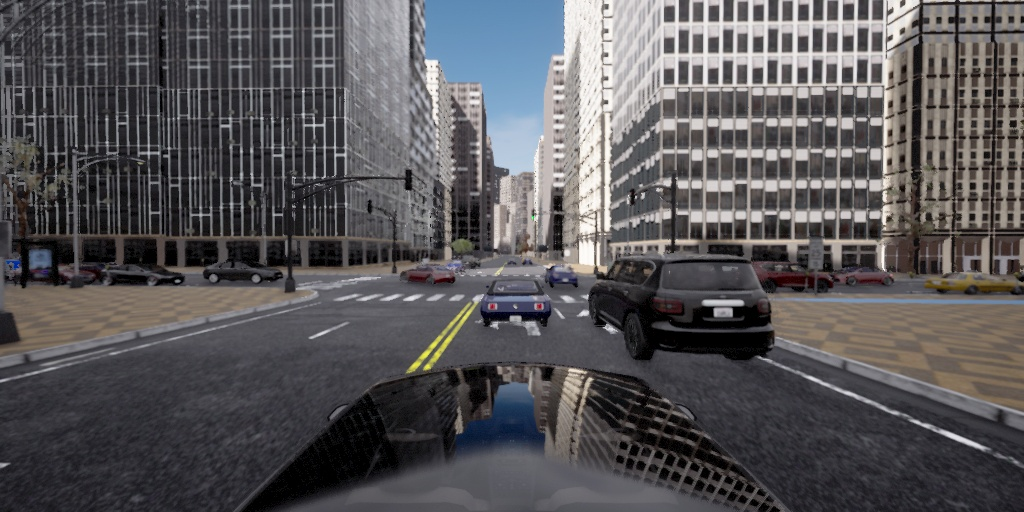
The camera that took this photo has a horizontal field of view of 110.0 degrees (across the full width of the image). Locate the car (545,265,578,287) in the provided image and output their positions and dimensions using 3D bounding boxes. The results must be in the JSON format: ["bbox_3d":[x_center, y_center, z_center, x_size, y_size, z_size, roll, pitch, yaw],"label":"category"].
[{"bbox_3d":[3.357,1.308,24.786,1.812,1.442,4.674,1,1,0],"label":"car"}]

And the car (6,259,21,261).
[{"bbox_3d":[-34.094,1.059,22.399,4.313,1.339,1.948,0,0,1],"label":"car"}]

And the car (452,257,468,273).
[{"bbox_3d":[-6.584,1.216,42.120,1.812,1.442,4.674,0,0,-2],"label":"car"}]

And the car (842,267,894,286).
[{"bbox_3d":[26.110,1.497,27.163,4.181,1.385,1.994,1,1,1],"label":"car"}]

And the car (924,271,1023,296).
[{"bbox_3d":[27.644,1.568,21.361,4.829,1.417,1.751,0,0,1],"label":"car"}]

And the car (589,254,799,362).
[{"bbox_3d":[3.352,0.965,8.352,2.150,2.045,5.566,0,0,0],"label":"car"}]

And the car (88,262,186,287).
[{"bbox_3d":[-22.729,1.163,22.092,4.313,1.339,1.948,0,0,1],"label":"car"}]

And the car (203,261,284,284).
[{"bbox_3d":[-18.435,1.095,24.709,4.892,1.490,1.837,1,1,1],"label":"car"}]

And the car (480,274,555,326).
[{"bbox_3d":[0.100,1.338,11.547,1.895,1.301,4.718,0,0,0],"label":"car"}]

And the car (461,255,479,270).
[{"bbox_3d":[-6.567,0.893,52.083,2.150,2.045,5.566,0,0,1],"label":"car"}]

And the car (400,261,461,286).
[{"bbox_3d":[-5.998,1.251,25.426,4.181,1.385,1.994,1,1,35],"label":"car"}]

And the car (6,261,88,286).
[{"bbox_3d":[-28.413,1.128,22.226,4.207,1.307,1.802,0,0,1],"label":"car"}]

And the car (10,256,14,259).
[{"bbox_3d":[-38.754,0.911,25.133,4.892,1.490,1.837,1,1,1],"label":"car"}]

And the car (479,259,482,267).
[{"bbox_3d":[-6.493,1.003,62.299,2.097,1.767,4.553,0,0,0],"label":"car"}]

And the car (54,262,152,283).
[{"bbox_3d":[-28.317,1.102,24.914,4.718,1.301,1.895,1,1,1],"label":"car"}]

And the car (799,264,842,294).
[{"bbox_3d":[16.196,1.258,21.559,5.009,1.841,2.192,0,0,1],"label":"car"}]

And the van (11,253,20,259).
[{"bbox_3d":[-45.284,0.588,31.061,3.998,1.789,1.690,0,0,1],"label":"van"}]
